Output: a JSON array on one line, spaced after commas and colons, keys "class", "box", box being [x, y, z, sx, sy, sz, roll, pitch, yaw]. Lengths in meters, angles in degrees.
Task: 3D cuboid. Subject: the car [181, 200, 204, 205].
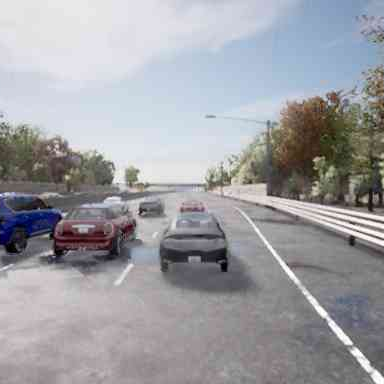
[{"class": "car", "box": [0.031, 1.295, 27.558, 1.895, 1.301, 4.718, 0, 1, 0]}]

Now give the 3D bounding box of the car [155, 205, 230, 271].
[{"class": "car", "box": [0.063, 1.373, 10.431, 2.128, 1.511, 4.902, 0, 1, 0]}]

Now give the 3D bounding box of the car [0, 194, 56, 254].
[{"class": "car", "box": [-6.935, 1.075, 12.893, 2.150, 2.045, 5.566, 0, 1, 0]}]

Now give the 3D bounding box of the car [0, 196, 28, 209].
[{"class": "car", "box": [-21.177, 1.179, 38.660, 1.895, 1.301, 4.718, 0, 1, 0]}]

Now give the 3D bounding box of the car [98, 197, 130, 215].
[{"class": "car", "box": [-6.972, 1.193, 30.113, 1.812, 1.442, 4.674, 0, 1, 0]}]

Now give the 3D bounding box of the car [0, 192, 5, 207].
[{"class": "car", "box": [-24.672, 0.919, 39.704, 2.097, 1.767, 4.553, 0, 1, 0]}]

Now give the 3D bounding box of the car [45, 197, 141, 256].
[{"class": "car", "box": [-3.438, 1.208, 12.637, 2.097, 1.767, 4.553, 0, 1, 0]}]

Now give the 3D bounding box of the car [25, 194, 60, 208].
[{"class": "car", "box": [-17.677, 1.046, 39.597, 1.882, 1.535, 5.008, 0, 1, 0]}]

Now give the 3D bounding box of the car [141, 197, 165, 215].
[{"class": "car", "box": [-3.471, 1.169, 29.104, 2.128, 1.511, 4.902, 0, 1, 0]}]
